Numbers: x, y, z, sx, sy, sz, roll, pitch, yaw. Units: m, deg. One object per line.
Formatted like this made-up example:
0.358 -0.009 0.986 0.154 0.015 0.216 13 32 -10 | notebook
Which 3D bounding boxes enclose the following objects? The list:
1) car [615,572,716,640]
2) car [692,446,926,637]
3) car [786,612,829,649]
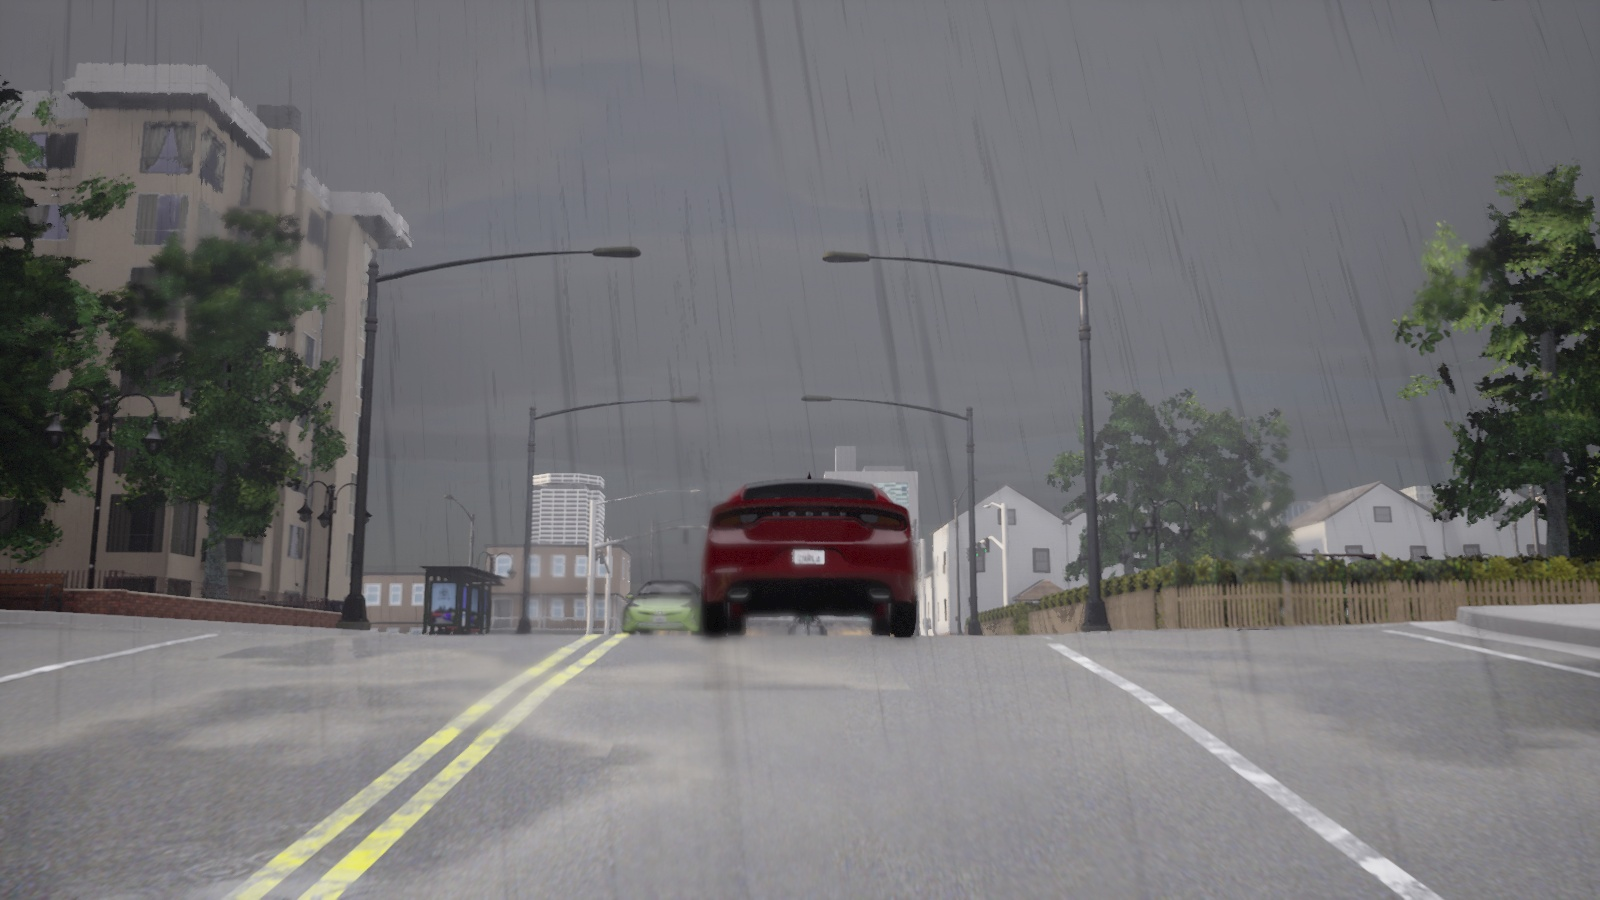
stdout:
-3.306 4.000 31.750 2.007 1.525 4.514 0 -9 0 | car
0.088 1.107 12.718 1.882 1.535 5.008 0 -9 0 | car
0.358 8.793 60.943 2.033 1.649 4.856 0 -9 0 | car
